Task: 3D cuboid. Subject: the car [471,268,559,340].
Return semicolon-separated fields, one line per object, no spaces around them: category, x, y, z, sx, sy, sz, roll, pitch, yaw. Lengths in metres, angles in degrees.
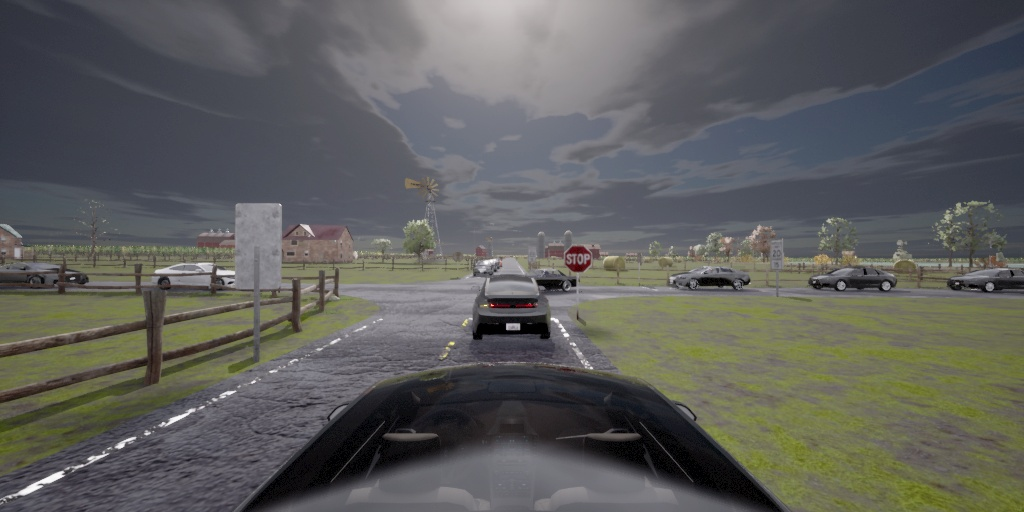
car;-0.076;1.256;10.031;1.837;1.490;4.892;0;0;-2

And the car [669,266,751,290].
car;12.792;1.396;23.309;4.902;1.511;2.128;1;-1;-2

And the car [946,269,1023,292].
car;31.696;1.587;23.606;4.892;1.490;1.837;1;-1;-1

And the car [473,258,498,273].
car;-2.870;1.243;36.717;2.128;1.511;4.902;0;0;0

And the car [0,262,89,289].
car;-26.369;1.048;19.858;4.181;1.385;1.994;1;-1;-1

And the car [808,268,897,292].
car;22.194;1.499;23.483;4.892;1.490;1.837;1;-1;-1

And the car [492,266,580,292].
car;1.494;1.369;20.077;4.718;1.301;1.895;1;0;-35

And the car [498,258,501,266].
car;-2.865;1.241;46.162;2.128;1.511;4.902;0;0;0

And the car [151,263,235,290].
car;-17.249;1.104;19.982;4.674;1.442;1.812;1;-1;-1
